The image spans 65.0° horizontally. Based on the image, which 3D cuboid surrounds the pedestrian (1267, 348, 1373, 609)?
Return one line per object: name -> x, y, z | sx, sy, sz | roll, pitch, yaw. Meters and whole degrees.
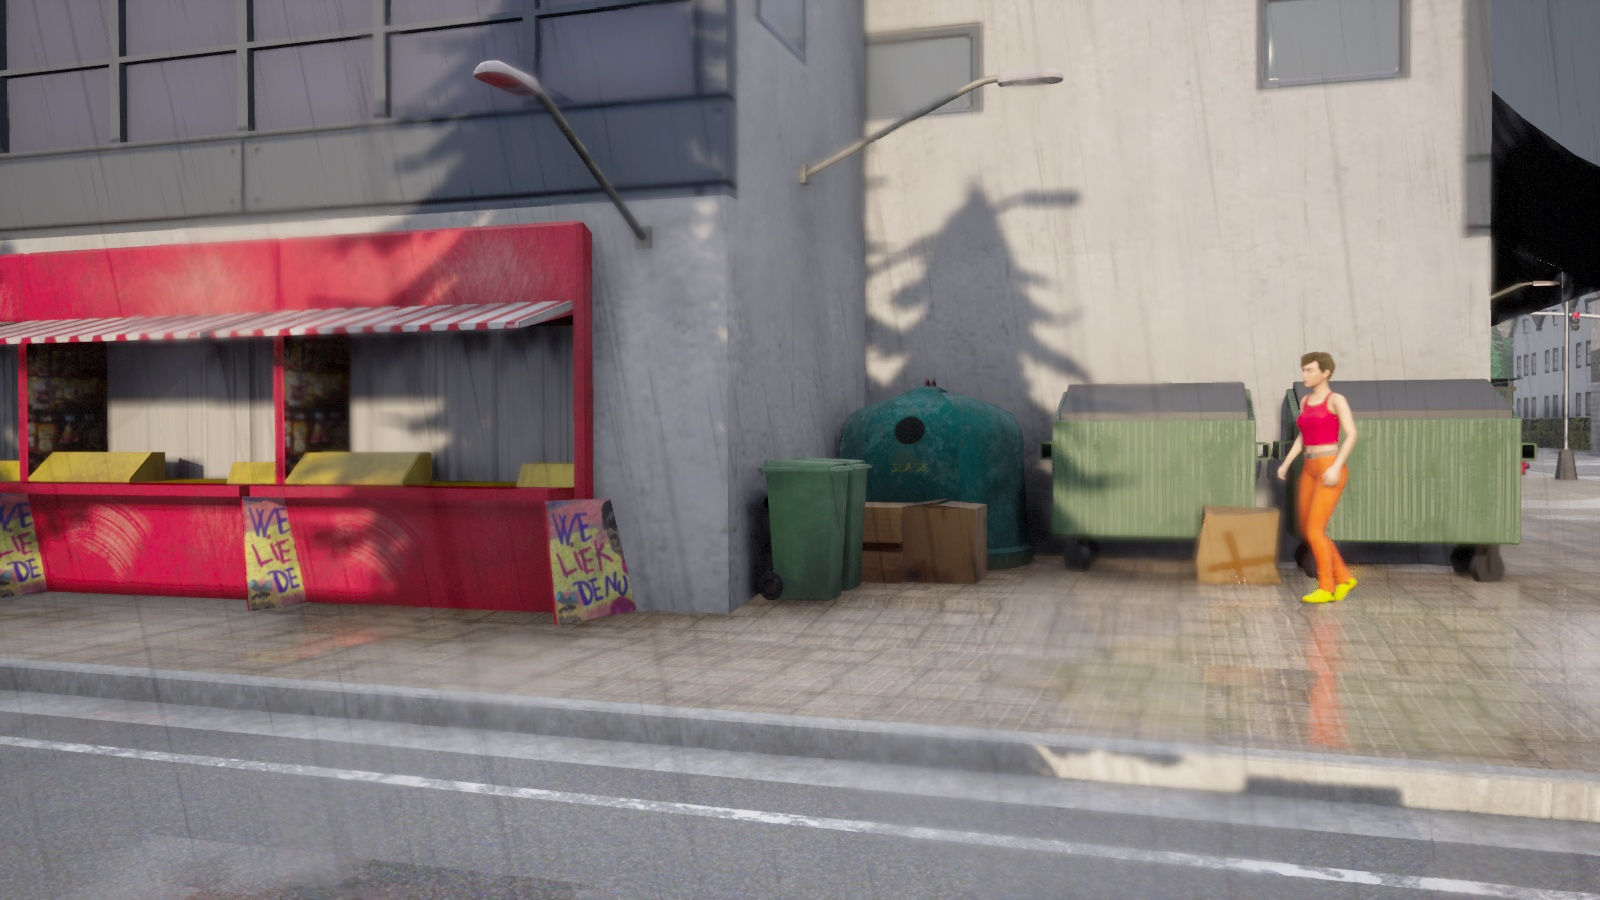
pedestrian -> 3.743, 0.200, 9.056 | 0.594, 1.836, 0.345 | 0, 1, -10
